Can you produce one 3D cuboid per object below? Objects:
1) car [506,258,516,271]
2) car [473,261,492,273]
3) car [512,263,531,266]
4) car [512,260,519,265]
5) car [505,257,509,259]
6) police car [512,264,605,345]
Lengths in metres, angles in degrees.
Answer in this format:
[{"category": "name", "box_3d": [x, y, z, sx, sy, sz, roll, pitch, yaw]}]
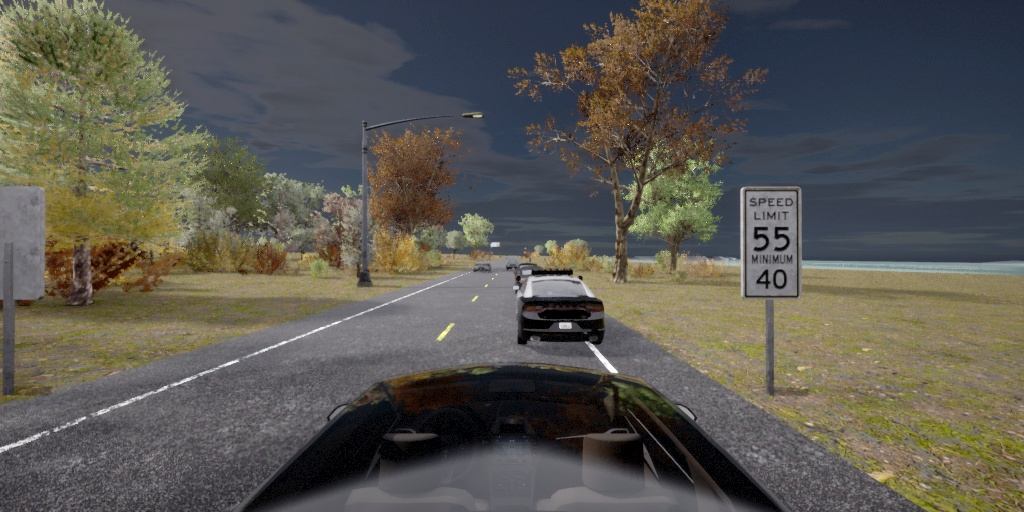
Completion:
[{"category": "car", "box_3d": [0.160, 1.343, 49.589, 1.895, 1.301, 4.718, 0, 0, 1]}, {"category": "car", "box_3d": [-3.498, 1.308, 42.855, 1.994, 1.385, 4.181, 0, 0, 0]}, {"category": "car", "box_3d": [1.076, 1.275, 19.559, 1.812, 1.442, 4.674, 0, 0, 0]}, {"category": "car", "box_3d": [1.096, 1.254, 25.558, 1.837, 1.490, 4.892, 0, 0, 0]}, {"category": "car", "box_3d": [0.164, 1.283, 61.365, 2.033, 1.411, 5.357, 0, 0, 0]}, {"category": "police car", "box_3d": [1.057, 1.175, 9.674, 1.930, 1.638, 5.238, 0, 0, 0]}]
